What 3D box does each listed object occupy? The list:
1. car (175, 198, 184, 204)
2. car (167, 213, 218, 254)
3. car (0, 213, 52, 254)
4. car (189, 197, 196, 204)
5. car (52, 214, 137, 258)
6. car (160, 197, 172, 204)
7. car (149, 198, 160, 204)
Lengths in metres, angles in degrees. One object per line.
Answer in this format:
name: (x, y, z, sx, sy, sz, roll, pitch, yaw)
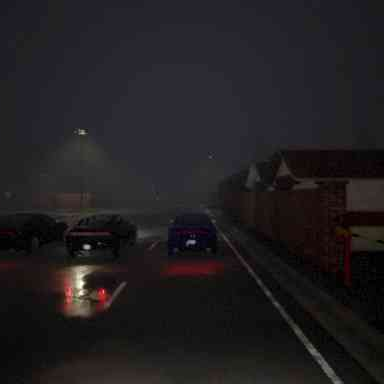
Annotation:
car: (-3.459, 2.488, 90.445, 1.812, 1.442, 4.674, 0, -1, 0)
car: (0.038, 1.632, 14.231, 1.882, 1.535, 5.008, 0, 0, 1)
car: (-6.962, 1.632, 14.223, 1.882, 1.535, 5.008, 0, 0, 1)
car: (0.041, 2.484, 90.027, 2.128, 1.511, 4.902, 0, -1, 0)
car: (-3.470, 1.640, 13.488, 2.128, 1.511, 4.902, 0, 0, 1)
car: (-6.959, 2.459, 90.030, 1.837, 1.490, 4.892, 0, -1, 0)
car: (-10.459, 2.489, 90.447, 1.812, 1.442, 4.674, 0, -1, 0)
